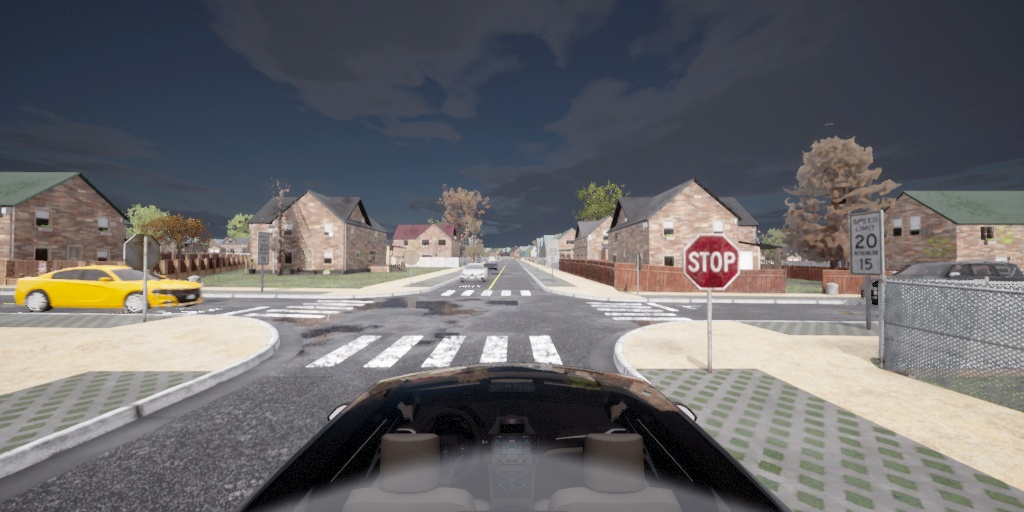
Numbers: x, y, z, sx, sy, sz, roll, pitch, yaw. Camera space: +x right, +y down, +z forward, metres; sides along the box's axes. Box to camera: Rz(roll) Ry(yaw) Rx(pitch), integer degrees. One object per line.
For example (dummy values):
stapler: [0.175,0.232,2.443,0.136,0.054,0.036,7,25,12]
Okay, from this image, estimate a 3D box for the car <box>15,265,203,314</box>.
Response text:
car: [-13.351,1.072,12.108,5.008,1.535,1.882,1,-1,0]

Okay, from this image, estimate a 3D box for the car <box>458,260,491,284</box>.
car: [-2.842,1.284,27.689,1.812,1.442,4.674,0,0,0]

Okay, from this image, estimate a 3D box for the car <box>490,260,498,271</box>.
car: [-2.824,1.309,48.491,2.033,1.411,5.357,0,0,0]

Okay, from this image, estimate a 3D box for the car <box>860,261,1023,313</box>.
car: [18.213,1.235,15.197,5.566,2.045,2.150,0,-1,0]
